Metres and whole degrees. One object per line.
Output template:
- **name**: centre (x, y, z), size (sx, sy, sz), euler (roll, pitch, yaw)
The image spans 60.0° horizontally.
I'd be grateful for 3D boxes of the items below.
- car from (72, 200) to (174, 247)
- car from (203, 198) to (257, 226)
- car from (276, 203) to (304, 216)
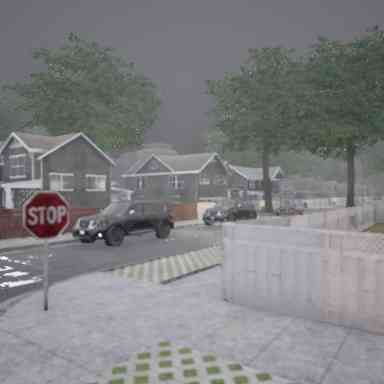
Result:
- **car**: centre (-3.215, 1.445, 16.819), size (2.150, 2.045, 5.566), euler (-1, -1, 36)
- **car**: centre (3.026, 1.508, 25.566), size (2.150, 2.045, 5.566), euler (-1, -1, 35)
- **car**: centre (10.661, 1.933, 36.234), size (1.994, 1.385, 4.181), euler (-1, -1, 35)
